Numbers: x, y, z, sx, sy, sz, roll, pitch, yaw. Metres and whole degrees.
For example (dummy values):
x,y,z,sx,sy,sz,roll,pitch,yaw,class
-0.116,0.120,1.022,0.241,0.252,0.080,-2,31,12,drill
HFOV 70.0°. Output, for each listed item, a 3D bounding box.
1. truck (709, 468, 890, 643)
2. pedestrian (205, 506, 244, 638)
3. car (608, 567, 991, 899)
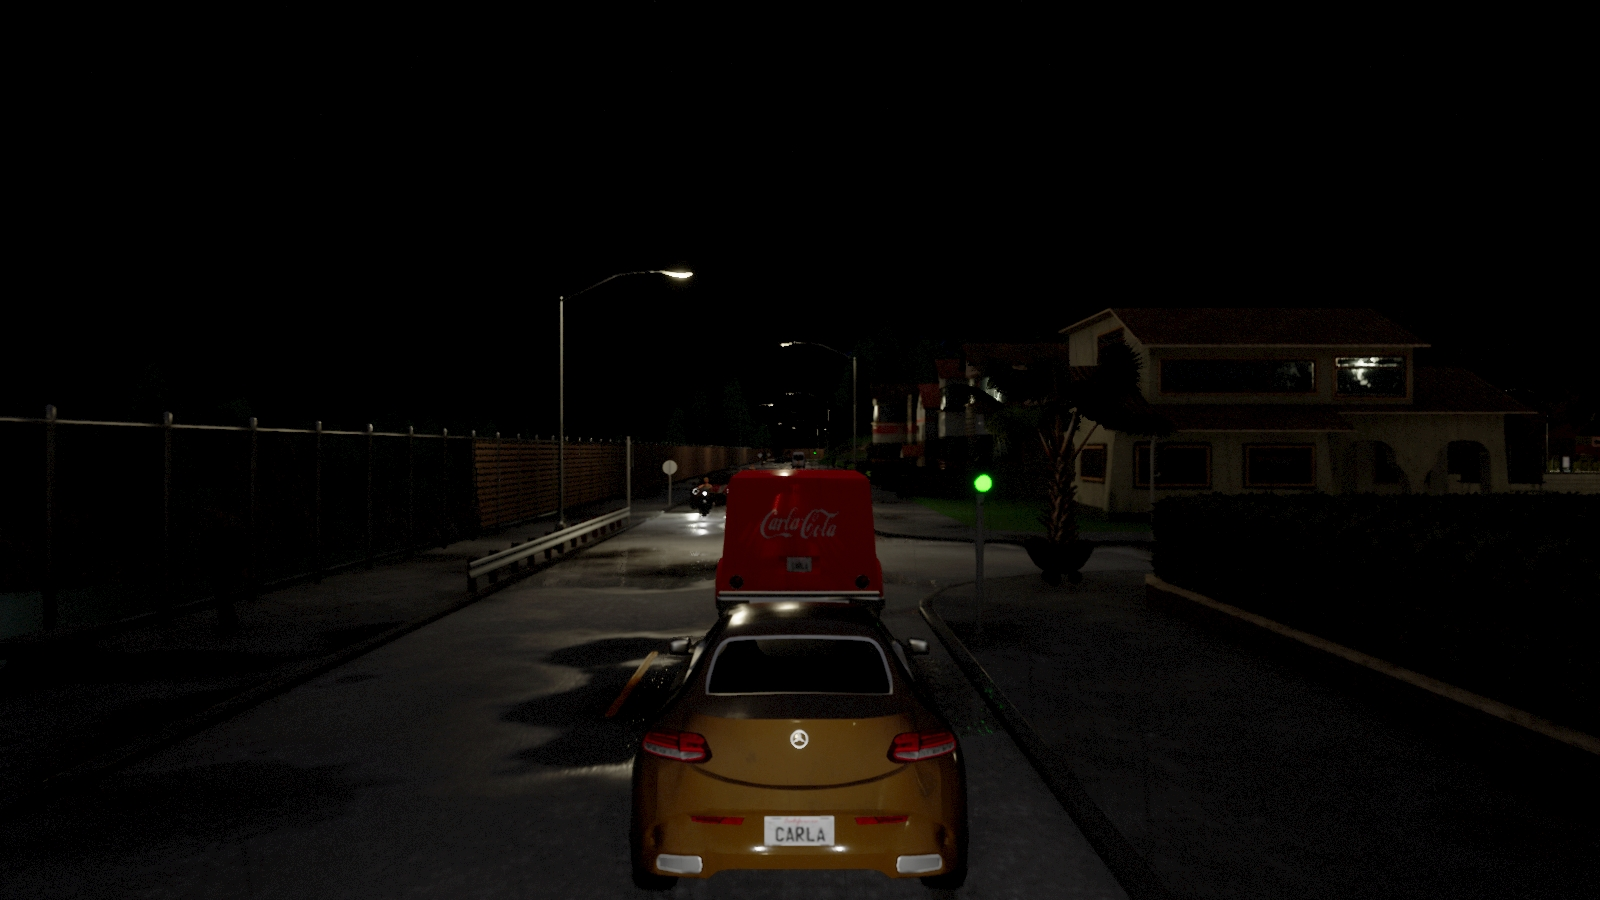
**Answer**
x,y,z,sx,sy,sz,roll,pitch,yaw,class
-0.015,1.569,19.124,2.627,2.467,5.204,0,0,0,truck
-8.280,1.748,16.445,0.375,1.860,0.375,0,0,2,pedestrian
-0.007,1.994,8.918,2.152,1.651,5.027,0,0,0,car
